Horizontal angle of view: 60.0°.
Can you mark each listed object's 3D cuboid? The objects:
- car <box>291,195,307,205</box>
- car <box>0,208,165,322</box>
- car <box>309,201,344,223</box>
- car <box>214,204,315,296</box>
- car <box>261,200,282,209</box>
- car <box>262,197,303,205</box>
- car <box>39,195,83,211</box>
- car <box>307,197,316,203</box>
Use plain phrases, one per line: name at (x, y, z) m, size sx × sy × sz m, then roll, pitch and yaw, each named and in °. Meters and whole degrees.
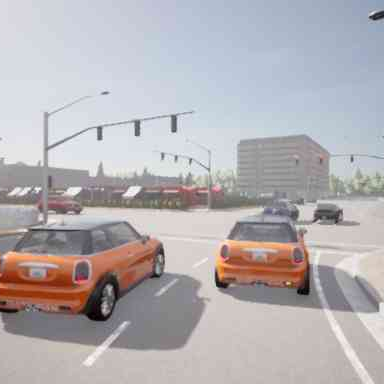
car at (19.994, 1.558, 63.919) m, size 2.150 × 2.045 × 5.566 m, roll 0°, pitch 0°, yaw 30°
car at (-2.139, 1.379, 7.635) m, size 2.097 × 1.767 × 4.553 m, roll 0°, pitch 0°, yaw 12°
car at (11.214, 1.703, 27.311) m, size 1.837 × 1.490 × 4.892 m, roll 0°, pitch -1°, yaw 30°
car at (2.044, 1.399, 9.172) m, size 2.097 × 1.767 × 4.553 m, roll 0°, pitch 0°, yaw 16°
car at (12.095, 1.855, 50.306) m, size 1.895 × 1.301 × 4.718 m, roll 0°, pitch 0°, yaw 30°
car at (7.542, 1.543, 27.922) m, size 2.097 × 1.767 × 4.553 m, roll 0°, pitch 0°, yaw 30°
car at (-14.575, 1.384, 36.854) m, size 5.566 × 2.045 × 2.150 m, roll 1°, pitch 0°, yaw 30°
car at (27.589, 1.929, 77.128) m, size 2.128 × 1.511 × 4.902 m, roll 0°, pitch 0°, yaw 30°
